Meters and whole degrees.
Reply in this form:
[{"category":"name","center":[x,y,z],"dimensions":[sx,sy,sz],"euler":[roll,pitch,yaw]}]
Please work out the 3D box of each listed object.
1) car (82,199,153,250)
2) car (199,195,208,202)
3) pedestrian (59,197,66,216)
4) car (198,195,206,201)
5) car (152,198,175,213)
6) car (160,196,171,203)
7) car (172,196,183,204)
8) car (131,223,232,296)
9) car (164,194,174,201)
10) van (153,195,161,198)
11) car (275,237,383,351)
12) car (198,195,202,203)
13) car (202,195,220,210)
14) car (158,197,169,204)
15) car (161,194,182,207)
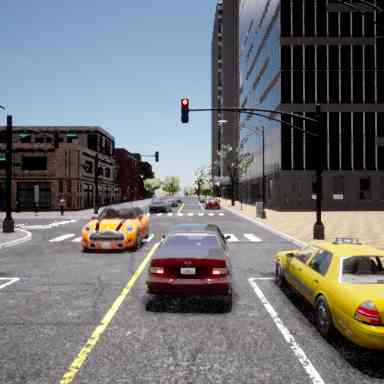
[{"category":"car","center":[-3.107,1.356,14.307],"dimensions":[2.097,1.767,4.553],"euler":[0,0,0]},{"category":"car","center":[2.682,1.554,77.541],"dimensions":[1.752,1.417,4.829],"euler":[1,0,0]},{"category":"pedestrian","center":[-12.553,1.368,32.153],"dimensions":[0.375,1.860,0.375],"euler":[0,0,1]},{"category":"car","center":[2.679,1.578,88.441],"dimensions":[1.887,1.381,4.507],"euler":[1,0,0]},{"category":"car","center":[-3.376,1.613,36.280],"dimensions":[1.895,1.301,4.718],"euler":[0,0,4]},{"category":"car","center":[-5.698,1.593,71.847],"dimensions":[1.947,1.339,4.313],"euler":[1,0,0]},{"category":"car","center":[-3.025,1.573,68.436],"dimensions":[2.033,1.411,5.357],"euler":[0,0,0]},{"category":"car","center":[0.073,1.550,8.835],"dimensions":[2.033,1.411,5.357],"euler":[0,0,3]},{"category":"car","center":[-5.697,1.346,82.915],"dimensions":[2.192,1.841,5.009],"euler":[1,0,0]},{"category":"van","center":[-5.690,1.361,55.244],"dimensions":[1.690,1.788,3.998],"euler":[1,0,0]},{"category":"car","center":[2.837,1.527,6.384],"dimensions":[1.752,1.417,4.829],"euler":[1,0,0]},{"category":"car","center":[2.683,1.552,72.007],"dimensions":[1.752,1.417,4.829],"euler":[1,0,0]},{"category":"car","center":[2.691,1.455,44.162],"dimensions":[1.967,1.590,4.097],"euler":[1,0,0]},{"category":"car","center":[-5.697,1.606,66.312],"dimensions":[1.802,1.307,4.206],"euler":[1,0,0]},{"category":"car","center":[-3.108,1.509,50.656],"dimensions":[2.128,1.511,4.902],"euler":[0,0,0]}]
